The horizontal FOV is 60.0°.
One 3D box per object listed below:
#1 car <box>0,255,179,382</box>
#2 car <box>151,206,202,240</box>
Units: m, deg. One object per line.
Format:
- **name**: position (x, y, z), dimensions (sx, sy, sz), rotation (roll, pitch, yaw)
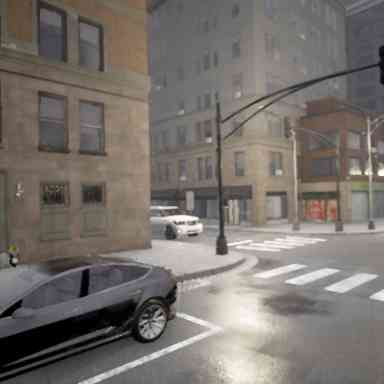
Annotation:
- **car**: position (-2.122, 1.729, 5.006), dimensions (4.313, 1.339, 1.947), rotation (0, -2, -43)
- **car**: position (-1.814, 1.958, 22.043), dimensions (2.150, 2.045, 5.566), rotation (-1, -2, -43)
